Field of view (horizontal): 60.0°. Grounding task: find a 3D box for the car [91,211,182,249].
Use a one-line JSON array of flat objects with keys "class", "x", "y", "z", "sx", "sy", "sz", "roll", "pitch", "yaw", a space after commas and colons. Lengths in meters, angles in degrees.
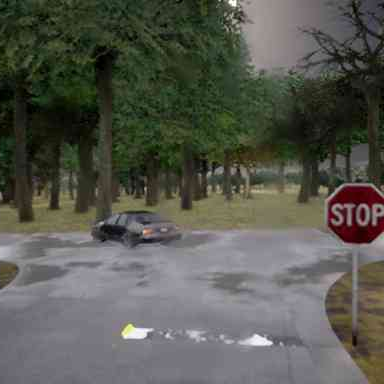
[{"class": "car", "x": -2.577, "y": 1.539, "z": 14.315, "sx": 2.033, "sy": 1.411, "sz": 5.357, "roll": -1, "pitch": -1, "yaw": -37}]
